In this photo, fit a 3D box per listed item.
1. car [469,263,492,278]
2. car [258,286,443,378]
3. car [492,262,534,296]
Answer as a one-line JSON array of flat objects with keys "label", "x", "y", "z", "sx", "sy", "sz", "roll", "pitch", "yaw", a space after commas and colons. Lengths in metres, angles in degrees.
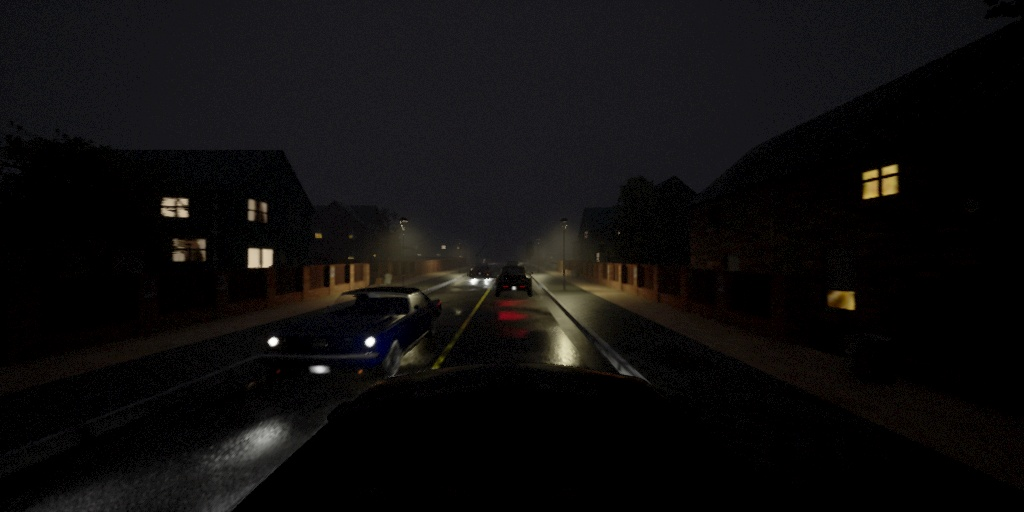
[{"label": "car", "x": -2.843, "y": 1.347, "z": 33.708, "sx": 1.994, "sy": 1.385, "sz": 4.181, "roll": 0, "pitch": 0, "yaw": 0}, {"label": "car", "x": -2.814, "y": 1.353, "z": 7.458, "sx": 1.895, "sy": 1.301, "sz": 4.718, "roll": 0, "pitch": 0, "yaw": 0}, {"label": "car", "x": 0.100, "y": 1.269, "z": 19.485, "sx": 1.837, "sy": 1.490, "sz": 4.892, "roll": 0, "pitch": 0, "yaw": 0}]
